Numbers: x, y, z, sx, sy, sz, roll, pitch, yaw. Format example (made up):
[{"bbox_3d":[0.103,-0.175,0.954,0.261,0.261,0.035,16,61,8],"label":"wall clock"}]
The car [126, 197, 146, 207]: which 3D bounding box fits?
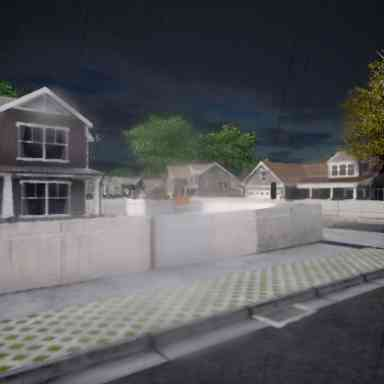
[{"bbox_3d":[-7.887,1.438,44.907,1.837,1.490,4.892,0,0,-30],"label":"car"}]
